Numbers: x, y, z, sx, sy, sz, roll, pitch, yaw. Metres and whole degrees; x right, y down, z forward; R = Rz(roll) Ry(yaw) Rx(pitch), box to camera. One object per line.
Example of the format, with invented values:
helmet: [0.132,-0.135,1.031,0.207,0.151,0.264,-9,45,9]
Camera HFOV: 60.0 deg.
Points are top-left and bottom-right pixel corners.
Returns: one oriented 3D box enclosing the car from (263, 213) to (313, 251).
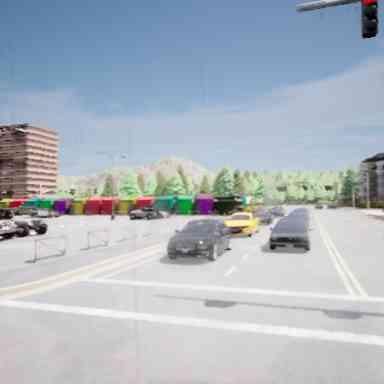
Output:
car: [5.102,2.041,17.000,2.033,1.411,5.357,-1,-2,19]

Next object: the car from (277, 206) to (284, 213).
car: [12.317,2.808,47.746,2.097,1.767,4.553,-1,-2,19]

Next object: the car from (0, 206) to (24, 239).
car: [-12.713,1.918,19.695,4.605,1.855,1.932,-1,-2,18]

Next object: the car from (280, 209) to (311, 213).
car: [8.493,2.312,26.681,2.033,1.411,5.357,-1,-2,19]

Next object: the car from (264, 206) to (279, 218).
car: [7.070,2.475,33.147,2.128,1.511,4.902,-1,-2,20]

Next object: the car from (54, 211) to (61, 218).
car: [-21.470,3.153,49.204,3.905,1.438,1.784,-1,-2,18]

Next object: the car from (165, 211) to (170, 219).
car: [-4.848,2.842,43.844,3.806,1.475,1.970,-1,-2,18]

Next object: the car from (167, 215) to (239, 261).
car: [0.519,1.964,14.398,1.837,1.490,4.892,-1,-2,19]

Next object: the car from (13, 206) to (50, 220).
car: [-22.426,2.866,46.476,4.605,1.855,1.932,-1,-2,18]

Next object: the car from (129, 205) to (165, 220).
car: [-5.754,2.525,41.102,3.866,1.878,1.905,-1,-2,18]

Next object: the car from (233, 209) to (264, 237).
car: [3.512,2.180,23.075,1.882,1.535,5.008,-1,-2,19]

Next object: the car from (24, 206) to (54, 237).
car: [-11.769,1.998,22.430,3.866,1.878,1.905,-1,-2,18]
